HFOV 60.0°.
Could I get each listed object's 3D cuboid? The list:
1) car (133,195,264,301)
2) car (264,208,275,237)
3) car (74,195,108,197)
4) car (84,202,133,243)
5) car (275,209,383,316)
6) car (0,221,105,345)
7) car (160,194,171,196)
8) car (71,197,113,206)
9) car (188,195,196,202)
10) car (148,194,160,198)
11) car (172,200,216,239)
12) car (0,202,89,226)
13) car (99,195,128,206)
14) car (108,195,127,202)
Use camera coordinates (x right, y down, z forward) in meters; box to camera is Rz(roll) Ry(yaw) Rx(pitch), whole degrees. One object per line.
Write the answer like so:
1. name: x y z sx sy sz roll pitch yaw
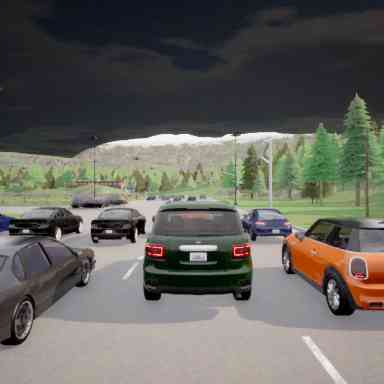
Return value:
1. car: 0.107 1.221 8.482 2.150 2.045 5.566 0 0 0
2. car: 3.610 1.526 16.583 1.812 1.442 4.674 0 0 0
3. car: -14.468 1.351 45.895 4.553 1.767 2.097 0 0 -21
4. car: -3.392 1.478 16.111 1.882 1.535 5.008 0 0 0
5. car: 3.600 1.352 7.683 2.097 1.767 4.553 0 0 0
6. car: -3.400 1.547 6.284 2.033 1.411 5.357 0 0 0
7. car: -6.956 1.540 88.908 2.033 1.411 5.357 0 0 0
8. car: -13.016 1.601 42.697 4.718 1.301 1.895 0 0 -24
9. car: 0.036 1.478 77.258 1.882 1.535 5.008 0 0 0
10. car: -10.456 1.355 87.703 2.097 1.767 4.553 0 0 0
11. car: 0.109 1.352 18.004 2.097 1.767 4.553 0 0 0
12. car: -6.892 1.478 16.281 1.882 1.535 5.008 0 0 0
13. car: -13.269 1.352 56.383 2.097 1.767 4.553 0 0 33
14. car: -12.224 1.525 51.758 4.674 1.442 1.812 0 1 -45
